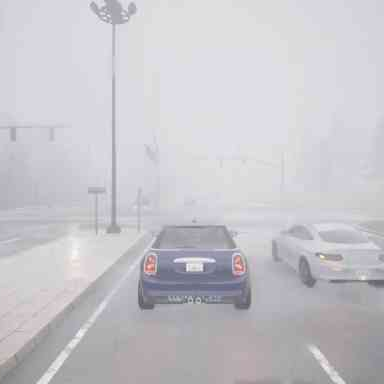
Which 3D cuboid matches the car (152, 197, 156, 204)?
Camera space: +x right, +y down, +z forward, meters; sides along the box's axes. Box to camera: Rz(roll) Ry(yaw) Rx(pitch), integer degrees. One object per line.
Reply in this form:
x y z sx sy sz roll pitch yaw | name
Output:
-8.466 1.564 65.603 1.994 1.385 4.181 0 0 0 | car

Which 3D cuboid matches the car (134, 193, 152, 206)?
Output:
-8.344 1.352 55.657 2.097 1.767 4.553 0 0 -1 | car

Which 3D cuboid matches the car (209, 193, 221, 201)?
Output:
6.226 1.214 85.128 2.150 2.045 5.566 0 0 -1 | car

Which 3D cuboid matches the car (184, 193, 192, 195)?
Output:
-0.779 1.489 85.331 1.837 1.490 4.892 0 0 -1 | car

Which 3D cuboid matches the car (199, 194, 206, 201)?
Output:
2.720 1.513 85.394 1.812 1.442 4.674 0 0 -1 | car

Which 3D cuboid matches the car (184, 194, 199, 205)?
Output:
-0.245 1.525 54.827 1.812 1.442 4.674 0 0 -1 | car

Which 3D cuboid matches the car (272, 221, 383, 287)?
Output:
3.560 1.526 9.223 1.812 1.442 4.674 0 0 0 | car

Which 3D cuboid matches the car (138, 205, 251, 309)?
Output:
0.058 1.352 8.008 2.097 1.767 4.553 0 0 0 | car
